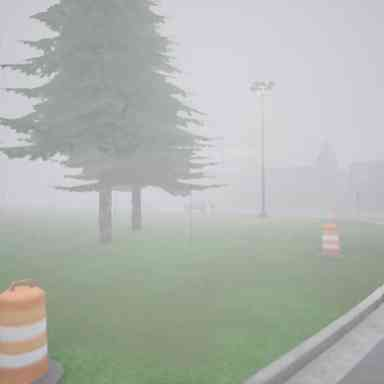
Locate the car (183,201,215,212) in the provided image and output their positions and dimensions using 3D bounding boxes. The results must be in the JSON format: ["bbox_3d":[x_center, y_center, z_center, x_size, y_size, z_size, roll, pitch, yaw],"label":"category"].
[{"bbox_3d":[0.876,1.776,43.770,2.128,1.511,4.902,0,0,-44],"label":"car"}]

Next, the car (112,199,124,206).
[{"bbox_3d":[-15.903,2.140,71.255,1.812,1.442,4.674,0,-1,-44],"label":"car"}]

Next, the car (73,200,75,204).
[{"bbox_3d":[-24.387,2.195,75.050,1.882,1.535,5.008,0,-1,-44],"label":"car"}]

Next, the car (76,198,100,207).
[{"bbox_3d":[-20.858,2.123,66.427,2.128,1.511,4.902,0,-1,-44],"label":"car"}]

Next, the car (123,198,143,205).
[{"bbox_3d":[-12.986,2.103,73.269,1.837,1.490,4.892,0,-1,-44],"label":"car"}]

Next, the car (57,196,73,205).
[{"bbox_3d":[-31.565,2.056,82.541,2.150,2.045,5.566,0,-1,-44],"label":"car"}]

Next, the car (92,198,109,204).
[{"bbox_3d":[-23.070,2.288,83.793,2.128,1.511,4.902,0,-1,-44],"label":"car"}]

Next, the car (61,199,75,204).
[{"bbox_3d":[-33.306,2.487,89.417,1.895,1.301,4.718,0,-1,-44],"label":"car"}]

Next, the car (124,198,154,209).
[{"bbox_3d":[-8.141,1.920,53.190,2.128,1.511,4.902,0,0,-44],"label":"car"}]
